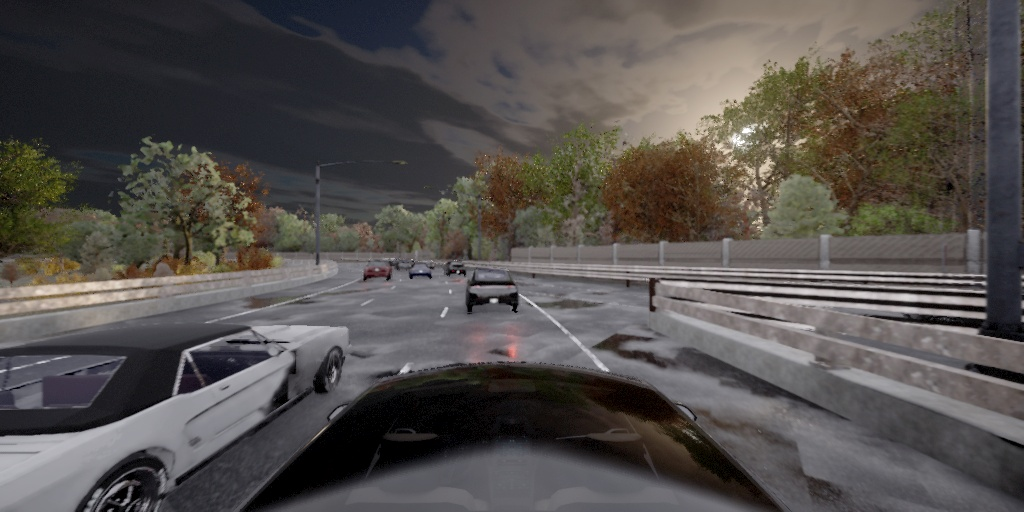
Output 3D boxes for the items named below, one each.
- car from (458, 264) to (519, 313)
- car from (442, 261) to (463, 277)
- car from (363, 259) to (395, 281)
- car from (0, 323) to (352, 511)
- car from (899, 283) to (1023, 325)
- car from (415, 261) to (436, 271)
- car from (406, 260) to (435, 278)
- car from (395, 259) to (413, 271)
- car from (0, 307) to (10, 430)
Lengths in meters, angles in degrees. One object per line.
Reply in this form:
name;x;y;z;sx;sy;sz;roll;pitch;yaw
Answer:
car;-0.877;1.242;14.104;2.128;1.511;4.902;0;0;-7
car;-5.883;1.267;36.476;1.837;1.490;4.892;0;0;-18
car;-11.475;1.124;30.930;2.097;1.767;4.553;0;0;-16
car;-3.500;1.357;3.730;1.895;1.301;4.718;0;0;-1
car;12.054;1.255;7.978;1.812;1.442;4.674;0;0;-41
car;-12.733;1.376;52.580;1.895;1.301;4.718;0;0;-27
car;-8.766;1.331;33.993;1.994;1.385;4.181;0;0;-17
car;-15.515;1.272;50.516;2.128;1.511;4.902;0;0;-26
car;-6.942;1.310;1.553;2.033;1.411;5.357;0;0;0
